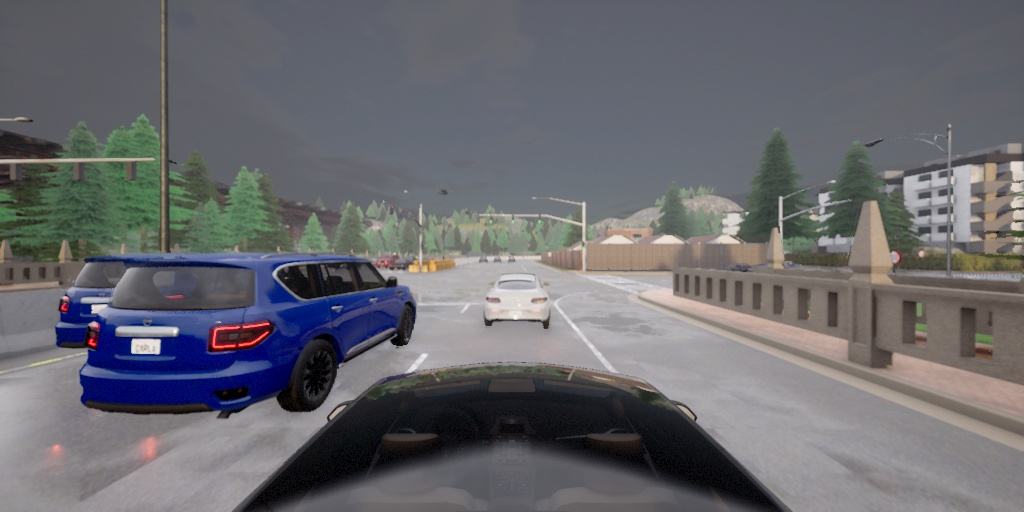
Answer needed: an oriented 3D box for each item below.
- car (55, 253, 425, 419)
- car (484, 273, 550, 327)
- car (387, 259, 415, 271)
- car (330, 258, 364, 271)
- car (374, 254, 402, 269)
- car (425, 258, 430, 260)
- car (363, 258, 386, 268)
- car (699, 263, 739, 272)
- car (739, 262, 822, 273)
[{"bbox_3d":[-3.469,0.970,6.234,2.150,2.045,5.566,0,0,3],"label":"car"},{"bbox_3d":[0.212,1.258,11.311,1.812,1.442,4.674,0,0,3],"label":"car"},{"bbox_3d":[-14.096,1.129,46.018,2.033,1.411,5.357,0,0,-1],"label":"car"},{"bbox_3d":[-21.126,1.073,46.116,2.128,1.511,4.902,0,0,0],"label":"car"},{"bbox_3d":[-17.631,0.780,51.398,2.150,2.045,5.566,0,0,-1],"label":"car"},{"bbox_3d":[-14.124,1.103,55.728,1.994,1.385,4.181,0,0,0],"label":"car"},{"bbox_3d":[-21.112,1.068,55.165,1.812,1.442,4.674,0,0,0],"label":"car"},{"bbox_3d":[18.049,1.253,29.594,4.718,1.301,1.895,0,0,2],"label":"car"},{"bbox_3d":[19.726,1.160,25.904,4.902,1.511,2.128,0,0,2],"label":"car"}]
